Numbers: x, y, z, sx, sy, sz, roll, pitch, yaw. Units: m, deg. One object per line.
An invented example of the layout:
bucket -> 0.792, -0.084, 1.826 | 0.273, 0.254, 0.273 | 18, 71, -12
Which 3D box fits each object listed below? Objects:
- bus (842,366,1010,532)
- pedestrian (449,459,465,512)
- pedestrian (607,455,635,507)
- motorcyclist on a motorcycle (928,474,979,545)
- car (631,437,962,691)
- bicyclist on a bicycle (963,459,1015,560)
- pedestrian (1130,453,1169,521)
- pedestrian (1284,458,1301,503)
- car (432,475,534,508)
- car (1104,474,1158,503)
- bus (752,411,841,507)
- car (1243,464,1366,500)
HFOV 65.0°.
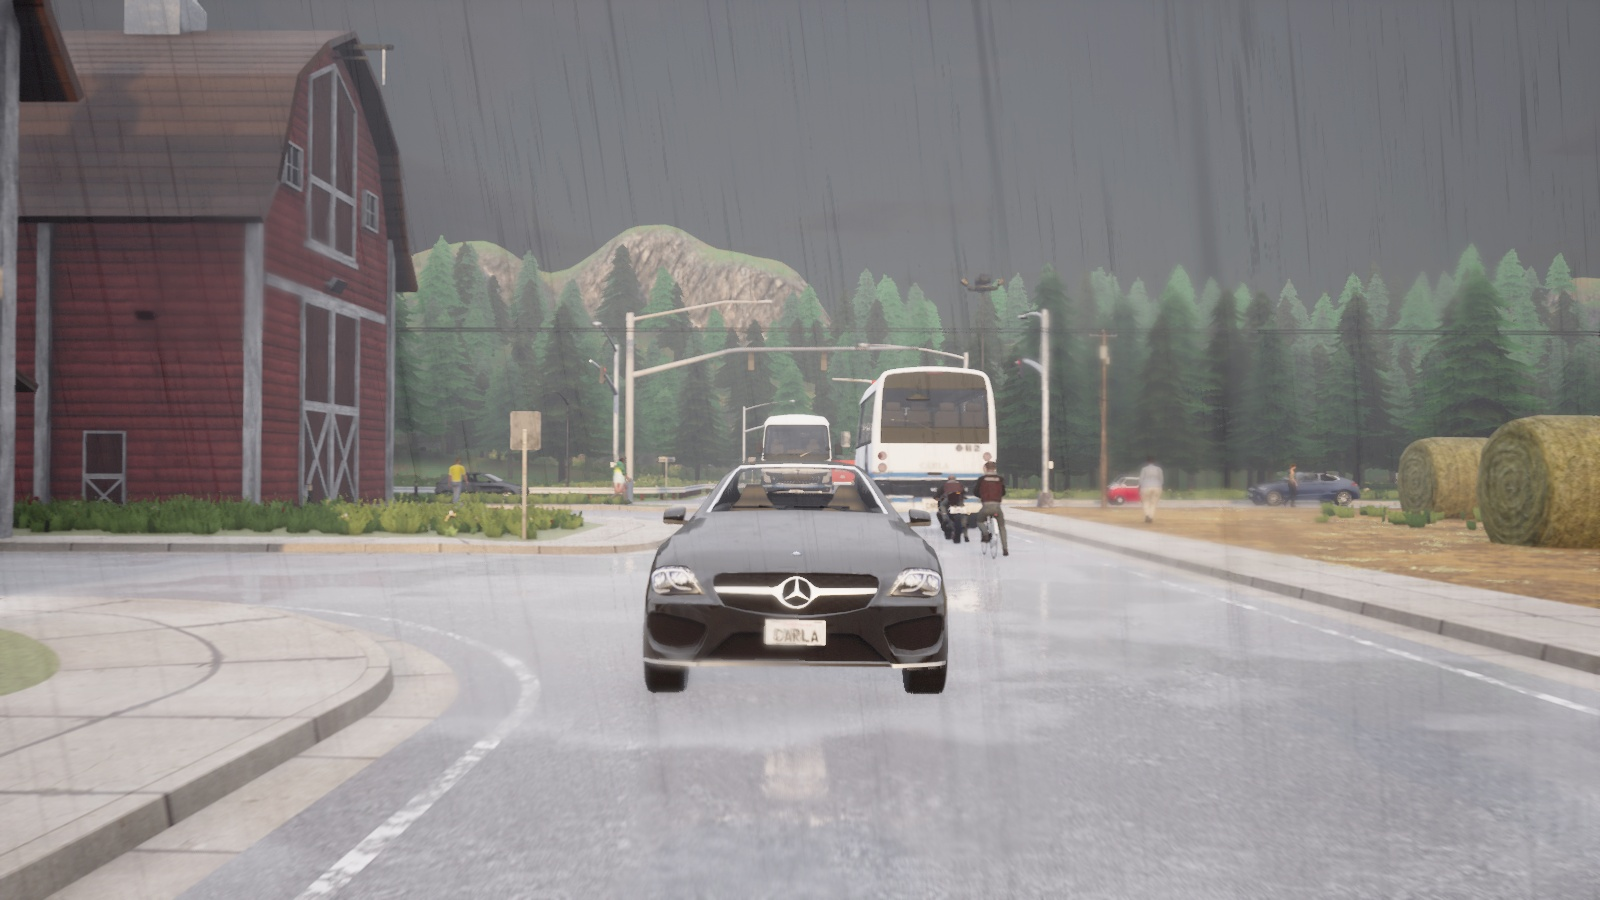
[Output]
bus -> 3.403, 0.046, 37.346 | 3.944, 4.253, 10.273 | 0, -1, 0
pedestrian -> -12.095, 1.247, 44.302 | 0.354, 1.836, 0.706 | 0, -1, 1
pedestrian -> -6.770, 1.183, 47.554 | 0.873, 1.952, 0.659 | 0, -1, -27
motorcyclist on a motorcycle -> 3.430, 1.310, 28.311 | 0.866, 1.530, 2.191 | 0, -1, 0
car -> -0.025, 0.755, 10.683 | 2.152, 1.651, 5.027 | 0, 0, 0
bicyclist on a bicycle -> 3.444, 1.055, 22.962 | 0.659, 1.776, 1.843 | 0, -1, 0
pedestrian -> 9.538, 1.006, 34.311 | 0.874, 1.855, 0.900 | 0, -1, 7
pedestrian -> 20.199, 1.256, 51.504 | 0.594, 1.836, 0.345 | 0, -1, 12
car -> -14.474, 1.876, 57.518 | 4.193, 1.474, 1.816 | 0, -1, 1
car -> 15.935, 1.846, 60.543 | 2.207, 1.376, 1.481 | 0, -1, 1
bus -> -0.156, 0.479, 61.294 | 3.944, 4.253, 10.273 | 0, -1, 0
car -> 24.208, 1.535, 60.418 | 5.027, 1.651, 2.152 | 0, -1, 1
